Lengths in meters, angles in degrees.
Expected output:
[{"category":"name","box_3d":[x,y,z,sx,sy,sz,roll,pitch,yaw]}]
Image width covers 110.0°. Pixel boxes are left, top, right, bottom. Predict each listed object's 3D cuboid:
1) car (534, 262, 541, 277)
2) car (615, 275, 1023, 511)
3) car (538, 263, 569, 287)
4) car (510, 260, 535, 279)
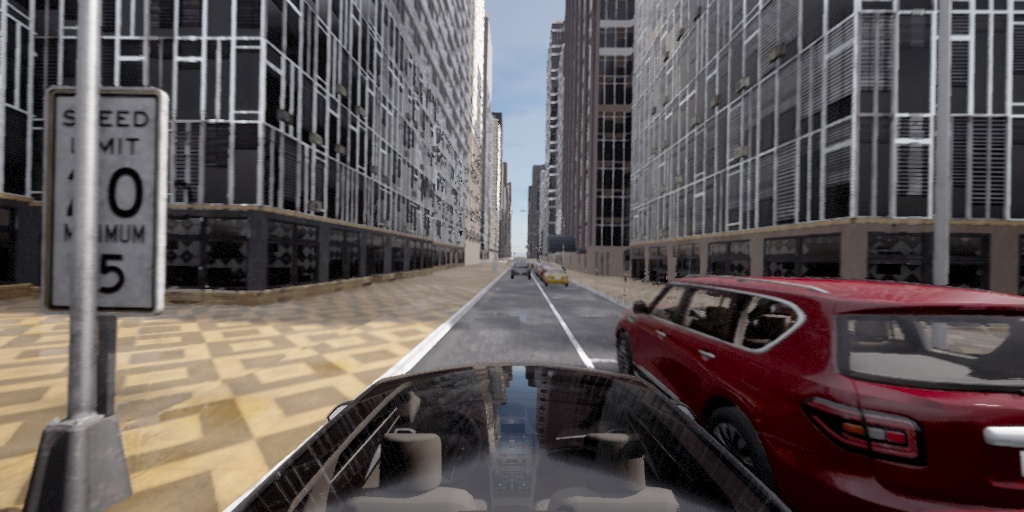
[{"category":"car","box_3d":[3.242,1.454,31.680,1.888,1.381,4.507,0,0,1]},{"category":"car","box_3d":[2.702,1.126,4.162,2.192,1.841,5.009,0,0,1]},{"category":"car","box_3d":[3.111,1.414,26.300,1.751,1.417,4.829,0,0,1]},{"category":"car","box_3d":[0.868,1.364,34.806,2.128,1.511,4.902,1,0,1]}]
